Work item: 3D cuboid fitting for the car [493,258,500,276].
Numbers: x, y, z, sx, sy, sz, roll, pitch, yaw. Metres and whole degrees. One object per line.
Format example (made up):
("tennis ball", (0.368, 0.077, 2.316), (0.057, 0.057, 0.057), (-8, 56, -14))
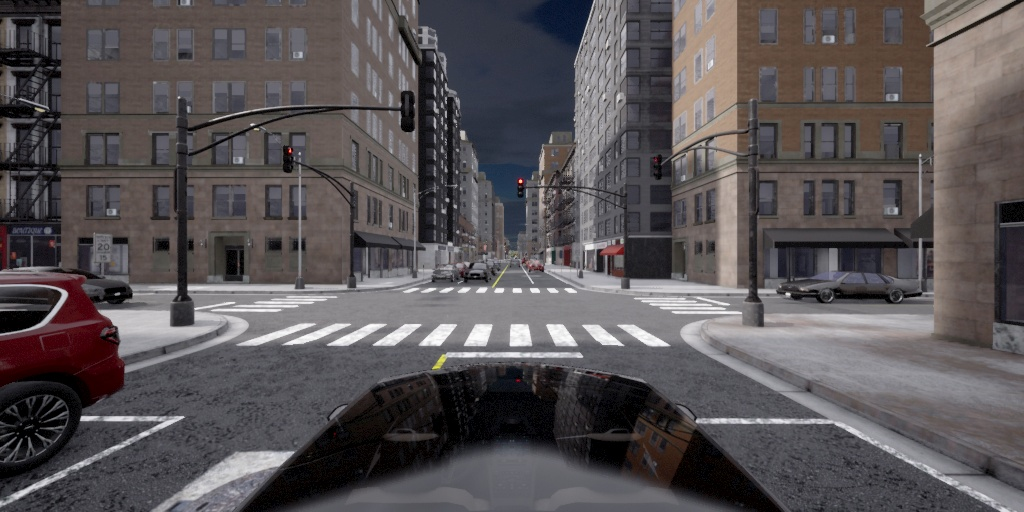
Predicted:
("car", (-2.598, 1.251, 37.800), (1.837, 1.490, 4.892), (0, 0, 0))

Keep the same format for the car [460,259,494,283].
("car", (-2.662, 1.253, 28.455), (1.837, 1.490, 4.892), (0, 0, 0))

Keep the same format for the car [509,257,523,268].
("car", (0.530, 1.227, 62.517), (2.128, 1.511, 4.902), (0, 0, 1))

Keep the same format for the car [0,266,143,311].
("car", (-17.433, 1.185, 13.647), (4.892, 1.490, 1.837), (0, 0, 0))

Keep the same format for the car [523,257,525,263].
("car", (3.390, 1.090, 58.377), (2.097, 1.767, 4.553), (0, 0, 0))

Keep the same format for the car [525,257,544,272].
("car", (2.942, 1.184, 44.724), (1.967, 1.591, 4.097), (0, 0, 0))

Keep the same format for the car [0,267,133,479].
("car", (-5.389, 1.065, 1.964), (2.192, 1.841, 5.009), (0, 0, 0))

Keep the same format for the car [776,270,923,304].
("car", (15.311, 1.371, 16.410), (5.357, 1.411, 2.033), (0, 0, 0))

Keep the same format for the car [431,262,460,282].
("car", (-5.200, 1.299, 28.427), (2.007, 1.370, 4.403), (0, 0, 0))
